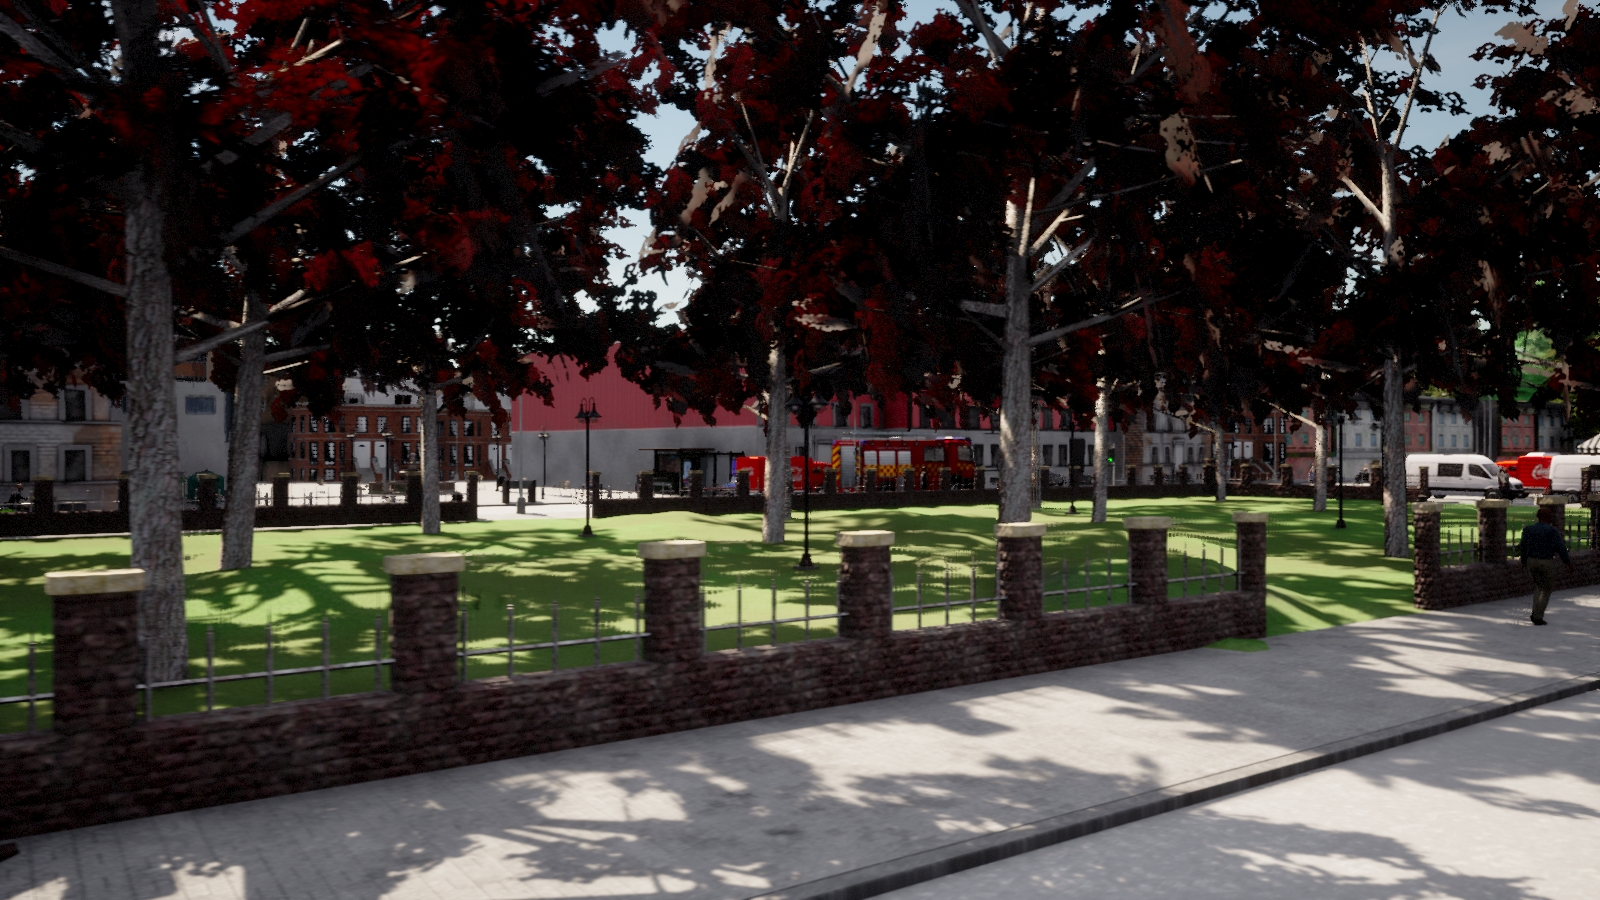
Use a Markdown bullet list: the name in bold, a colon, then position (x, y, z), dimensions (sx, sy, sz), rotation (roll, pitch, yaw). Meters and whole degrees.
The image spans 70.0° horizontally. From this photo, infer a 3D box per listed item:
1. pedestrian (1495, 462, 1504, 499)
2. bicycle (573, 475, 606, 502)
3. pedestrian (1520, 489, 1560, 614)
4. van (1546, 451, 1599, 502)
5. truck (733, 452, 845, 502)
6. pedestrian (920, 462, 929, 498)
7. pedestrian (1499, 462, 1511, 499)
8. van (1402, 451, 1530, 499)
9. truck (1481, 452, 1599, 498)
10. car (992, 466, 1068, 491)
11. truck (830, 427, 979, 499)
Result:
- **pedestrian**: position (35.395, 1.534, 57.823), dimensions (0.375, 1.860, 0.375), rotation (0, 0, 32)
- **bicycle**: position (-10.527, 1.940, 57.196), dimensions (1.643, 1.296, 0.373), rotation (0, 0, -35)
- **pedestrian**: position (11.292, 1.528, 17.431), dimensions (0.375, 1.860, 0.375), rotation (0, 0, -29)
- **van**: position (41.477, 1.327, 57.827), dimensions (1.988, 2.561, 5.915), rotation (0, 0, -34)
- **truck**: position (-0.554, 1.354, 59.296), dimensions (5.204, 2.467, 2.627), rotation (0, 0, -35)
- **pedestrian**: position (6.347, 1.531, 58.257), dimensions (0.375, 1.860, 0.375), rotation (0, 0, -16)
- **pedestrian**: position (35.305, 1.536, 57.221), dimensions (0.375, 1.860, 0.375), rotation (0, 0, -11)
- **van**: position (37.196, 1.326, 64.031), dimensions (1.988, 2.561, 5.915), rotation (0, 0, -34)
- **truck**: position (41.774, 1.358, 64.343), dimensions (2.627, 2.467, 5.204), rotation (0, 0, -35)
- **car**: position (15.158, 1.837, 75.174), dimensions (4.902, 1.511, 2.128), rotation (0, 0, -35)
- **truck**: position (5.940, 0.678, 64.152), dimensions (8.468, 3.827, 2.891), rotation (0, 0, -35)
